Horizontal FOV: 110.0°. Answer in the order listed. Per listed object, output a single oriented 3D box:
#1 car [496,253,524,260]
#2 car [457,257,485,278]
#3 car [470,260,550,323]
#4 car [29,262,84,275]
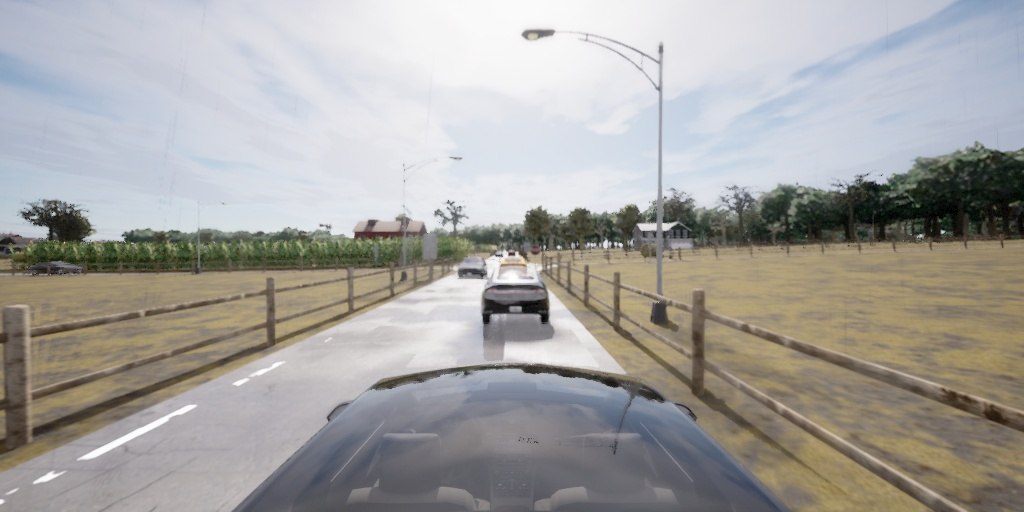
[{"bbox_3d":[0.078,0.742,25.187,1.882,1.535,5.008,0,1,0],"label":"car"},{"bbox_3d":[-2.799,0.783,26.544,2.033,1.411,5.357,0,1,0],"label":"car"},{"bbox_3d":[0.091,1.048,11.209,2.128,1.511,4.902,0,1,0],"label":"car"},{"bbox_3d":[-50.316,1.372,39.756,4.892,1.490,1.837,-1,-1,0],"label":"car"}]
